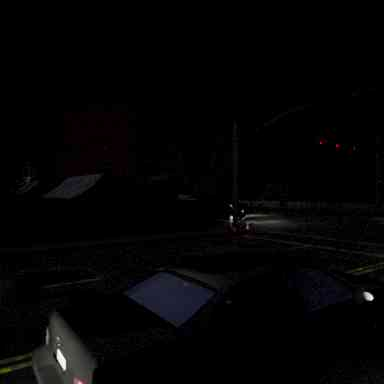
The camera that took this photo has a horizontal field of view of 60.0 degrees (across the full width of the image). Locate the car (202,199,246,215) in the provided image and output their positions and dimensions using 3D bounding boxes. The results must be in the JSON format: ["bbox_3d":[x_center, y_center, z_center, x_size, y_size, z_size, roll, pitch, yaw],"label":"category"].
[{"bbox_3d":[3.243,1.523,34.265,1.812,1.442,4.674,0,0,-37],"label":"car"}]

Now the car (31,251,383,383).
[{"bbox_3d":[0.881,1.547,4.438,5.357,1.411,2.033,0,0,-35],"label":"car"}]

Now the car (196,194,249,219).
[{"bbox_3d":[2.482,1.219,29.429,2.150,2.045,5.566,0,0,-37],"label":"car"}]
